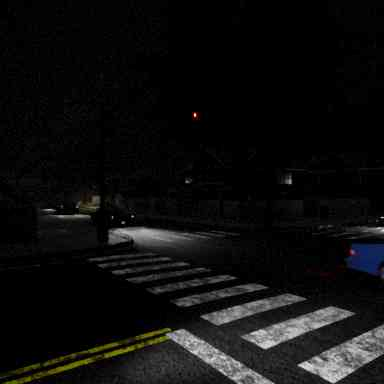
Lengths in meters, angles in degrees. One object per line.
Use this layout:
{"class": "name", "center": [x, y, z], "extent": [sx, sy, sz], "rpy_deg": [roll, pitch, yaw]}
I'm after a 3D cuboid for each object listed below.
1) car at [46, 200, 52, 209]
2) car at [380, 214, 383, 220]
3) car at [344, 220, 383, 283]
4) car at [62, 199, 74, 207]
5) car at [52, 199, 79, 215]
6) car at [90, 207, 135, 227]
{"class": "car", "center": [-22.050, 1.974, 52.797], "extent": [1.994, 1.385, 4.181], "rpy_deg": [0, 0, -25]}
{"class": "car", "center": [14.552, 1.512, 22.055], "extent": [5.357, 1.411, 2.033], "rpy_deg": [0, 0, -36]}
{"class": "car", "center": [6.213, 1.572, 7.205], "extent": [2.033, 1.411, 5.357], "rpy_deg": [0, -1, -37]}
{"class": "car", "center": [-23.734, 2.004, 63.590], "extent": [1.812, 1.442, 4.674], "rpy_deg": [0, 0, -23]}
{"class": "car", "center": [-14.345, 1.645, 38.100], "extent": [2.097, 1.767, 4.553], "rpy_deg": [0, 0, -30]}
{"class": "car", "center": [-5.844, 1.783, 24.268], "extent": [1.895, 1.301, 4.718], "rpy_deg": [0, 0, -33]}
